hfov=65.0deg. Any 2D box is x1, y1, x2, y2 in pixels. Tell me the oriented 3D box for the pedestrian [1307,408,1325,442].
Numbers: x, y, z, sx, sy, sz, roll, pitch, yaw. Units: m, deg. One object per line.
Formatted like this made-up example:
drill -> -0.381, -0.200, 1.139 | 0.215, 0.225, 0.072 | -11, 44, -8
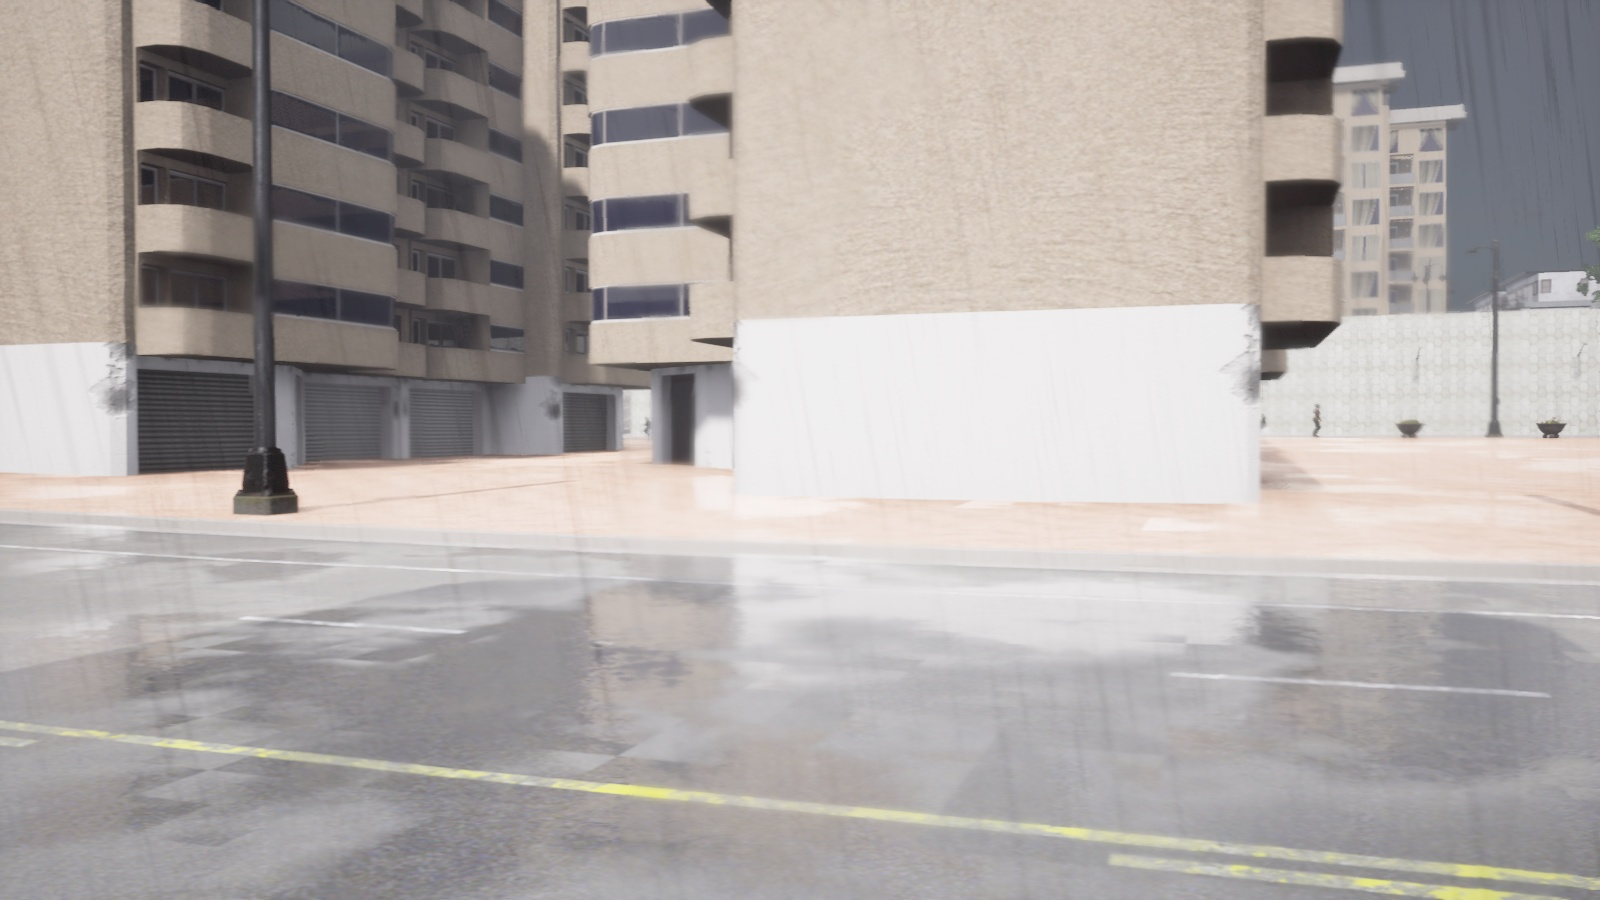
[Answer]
pedestrian -> 27.740, -1.357, 67.511 | 0.869, 1.805, 0.328 | 1, 1, 19
